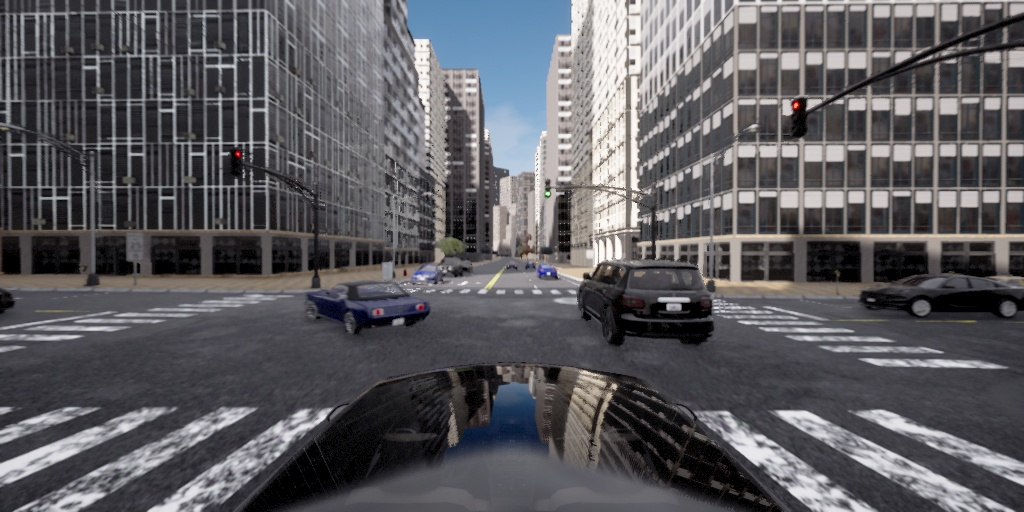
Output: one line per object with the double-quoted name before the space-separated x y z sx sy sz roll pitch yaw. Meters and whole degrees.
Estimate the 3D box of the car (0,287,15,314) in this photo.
"car" -18.435 1.179 10.966 4.892 1.490 1.837 1 1 1

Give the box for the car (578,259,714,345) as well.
"car" 3.361 1.102 10.125 2.150 2.045 5.566 1 1 0

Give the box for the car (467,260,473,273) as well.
"car" -6.489 1.365 48.555 2.097 1.767 4.553 0 0 0

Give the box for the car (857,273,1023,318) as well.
"car" 16.097 1.417 13.590 5.008 1.535 1.882 0 1 0

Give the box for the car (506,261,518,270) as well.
"car" 0.015 1.674 60.140 1.895 1.301 4.718 0 0 0

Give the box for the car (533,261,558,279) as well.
"car" 3.361 1.463 35.204 1.812 1.442 4.674 0 0 0

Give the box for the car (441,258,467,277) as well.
"car" -6.564 1.179 38.340 2.150 2.045 5.566 0 0 1

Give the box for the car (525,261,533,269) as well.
"car" 3.293 1.613 62.998 1.812 1.442 4.674 0 0 1

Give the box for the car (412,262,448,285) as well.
"car" -6.582 1.427 28.375 1.812 1.442 4.674 0 0 -2

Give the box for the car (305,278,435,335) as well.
"car" -4.567 1.394 10.848 4.718 1.301 1.895 1 1 43
